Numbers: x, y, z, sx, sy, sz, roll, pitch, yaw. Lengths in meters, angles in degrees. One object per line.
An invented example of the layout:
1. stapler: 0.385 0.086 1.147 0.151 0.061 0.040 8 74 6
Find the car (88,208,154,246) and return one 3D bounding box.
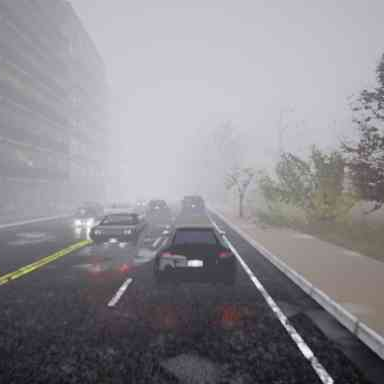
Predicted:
1. car: -3.150 1.653 15.542 1.895 1.301 4.718 0 0 0

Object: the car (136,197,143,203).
1. car: -11.104 1.793 73.165 1.994 1.385 4.181 0 0 -3

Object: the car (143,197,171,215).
1. car: -3.163 1.464 32.124 2.097 1.767 4.553 0 0 0

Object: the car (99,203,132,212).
1. car: -6.604 1.705 30.063 1.895 1.301 4.718 0 0 0

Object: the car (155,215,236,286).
1. car: 0.086 1.597 9.578 1.994 1.385 4.181 0 0 0

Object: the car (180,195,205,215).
1. car: 0.093 1.331 31.466 2.150 2.045 5.566 0 0 0

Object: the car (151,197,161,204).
1. car: -7.727 1.800 71.228 1.994 1.385 4.181 0 0 -3

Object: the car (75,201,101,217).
1. car: -9.866 1.605 32.521 2.128 1.511 4.902 0 0 0
